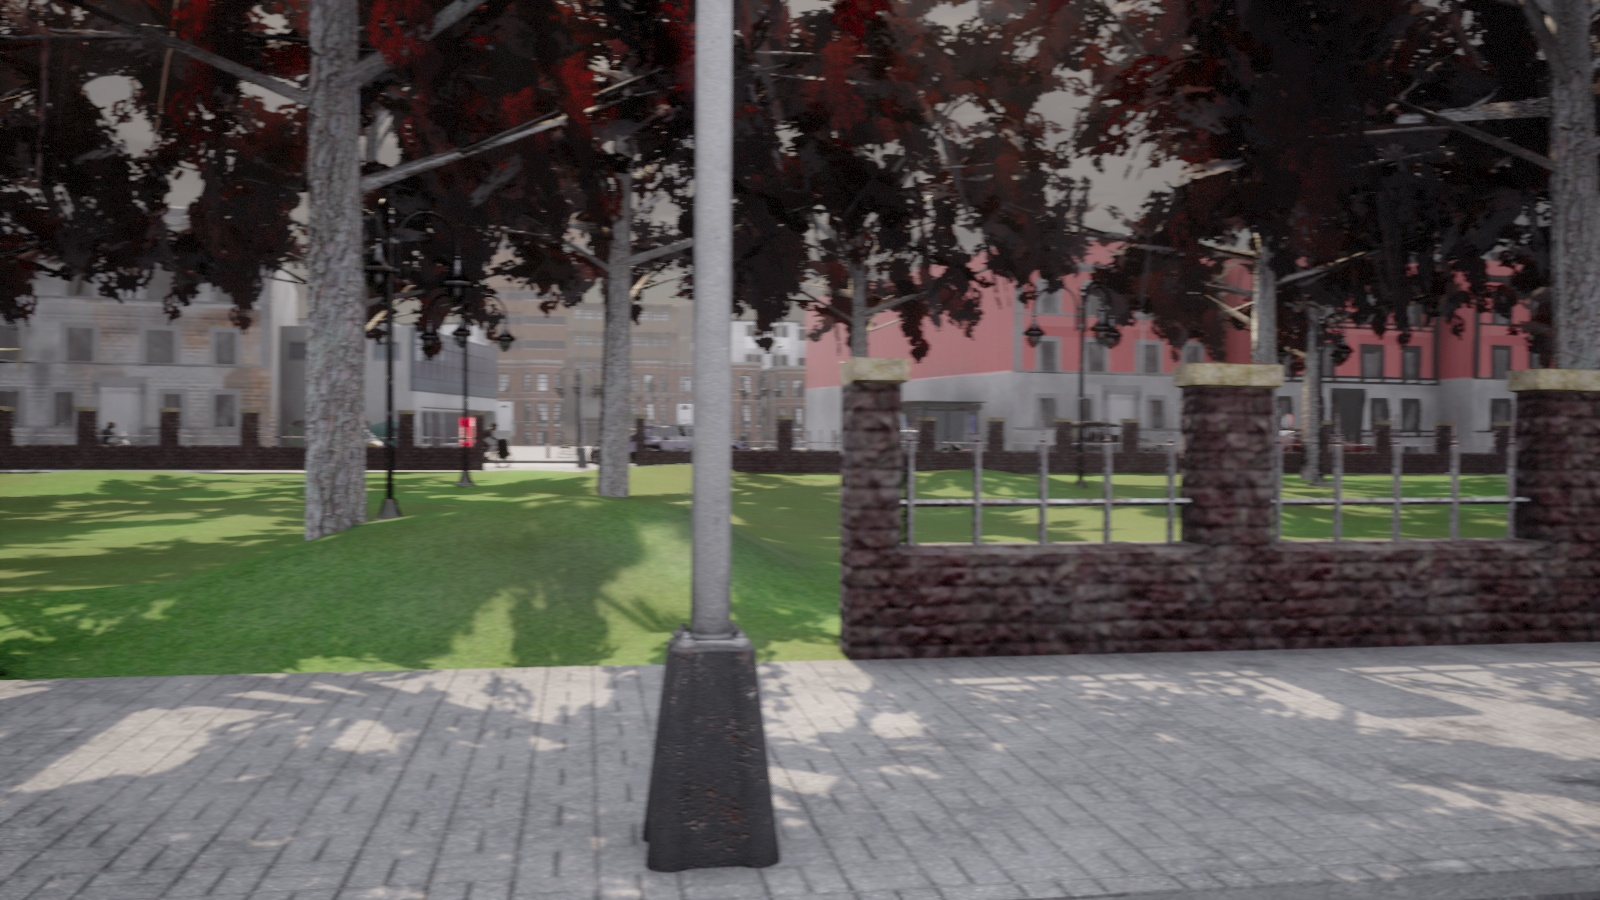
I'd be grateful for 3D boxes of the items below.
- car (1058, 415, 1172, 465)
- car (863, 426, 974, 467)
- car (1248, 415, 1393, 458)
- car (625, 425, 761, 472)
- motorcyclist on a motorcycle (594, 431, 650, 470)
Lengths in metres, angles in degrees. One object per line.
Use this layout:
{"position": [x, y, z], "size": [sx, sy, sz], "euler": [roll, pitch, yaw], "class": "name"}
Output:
{"position": [12.337, -0.421, 49.288], "size": [3.866, 1.878, 1.905], "euler": [-1, 1, -10], "class": "car"}
{"position": [4.505, -0.145, 47.970], "size": [3.806, 1.475, 1.970], "euler": [-1, 1, -9], "class": "car"}
{"position": [20.997, -0.555, 50.762], "size": [5.027, 1.651, 2.152], "euler": [-1, 1, -9], "class": "car"}
{"position": [-3.997, -0.065, 46.535], "size": [4.856, 1.649, 2.033], "euler": [-1, 1, -10], "class": "car"}
{"position": [-7.111, 0.015, 50.069], "size": [2.191, 1.530, 0.866], "euler": [-1, 1, -10], "class": "motorcyclist on a motorcycle"}
